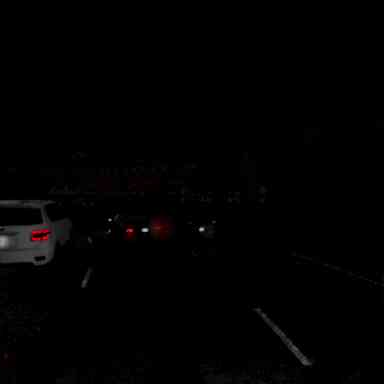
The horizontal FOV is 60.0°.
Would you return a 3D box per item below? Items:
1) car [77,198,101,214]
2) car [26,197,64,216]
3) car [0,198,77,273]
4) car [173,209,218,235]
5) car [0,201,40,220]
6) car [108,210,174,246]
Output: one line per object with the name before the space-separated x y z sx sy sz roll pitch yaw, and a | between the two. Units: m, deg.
car | -11.823 1.390 36.084 2.097 1.767 4.553 0 0 -44
car | -15.451 1.408 34.754 4.553 1.767 2.097 0 0 45
car | -5.170 1.243 10.586 2.150 2.045 5.566 0 0 -14
car | -0.337 1.591 18.865 1.895 1.301 4.718 0 0 -22
car | -15.531 1.607 29.715 2.033 1.411 5.357 0 0 -42
car | -2.721 1.552 15.422 2.033 1.411 5.357 0 0 -20
